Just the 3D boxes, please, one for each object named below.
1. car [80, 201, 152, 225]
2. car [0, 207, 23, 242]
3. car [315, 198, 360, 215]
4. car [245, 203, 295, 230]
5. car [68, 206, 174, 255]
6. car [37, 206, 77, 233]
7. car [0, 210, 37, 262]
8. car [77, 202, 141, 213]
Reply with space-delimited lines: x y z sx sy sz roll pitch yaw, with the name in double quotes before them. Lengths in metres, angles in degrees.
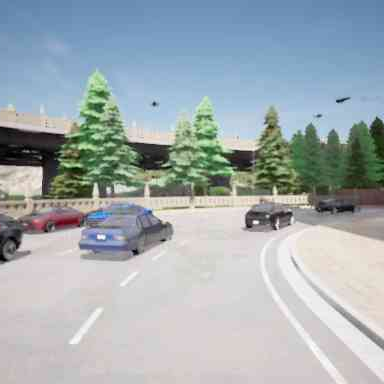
"car" -5.400 1.462 24.457 2.033 1.411 5.357 0 0 30
"car" -9.502 1.476 13.964 1.812 1.442 4.674 0 0 11
"car" 14.314 1.390 32.672 4.892 1.490 1.837 0 -1 -25
"car" 4.863 1.433 20.488 1.837 1.490 4.892 -1 0 33
"car" -2.331 1.501 13.214 2.033 1.411 5.357 0 0 14
"car" -7.976 1.497 19.185 1.994 1.385 4.181 0 0 21
"car" -6.798 1.459 9.253 2.128 1.511 4.902 0 0 6
"car" -4.084 1.410 19.379 1.882 1.535 5.008 0 0 21
